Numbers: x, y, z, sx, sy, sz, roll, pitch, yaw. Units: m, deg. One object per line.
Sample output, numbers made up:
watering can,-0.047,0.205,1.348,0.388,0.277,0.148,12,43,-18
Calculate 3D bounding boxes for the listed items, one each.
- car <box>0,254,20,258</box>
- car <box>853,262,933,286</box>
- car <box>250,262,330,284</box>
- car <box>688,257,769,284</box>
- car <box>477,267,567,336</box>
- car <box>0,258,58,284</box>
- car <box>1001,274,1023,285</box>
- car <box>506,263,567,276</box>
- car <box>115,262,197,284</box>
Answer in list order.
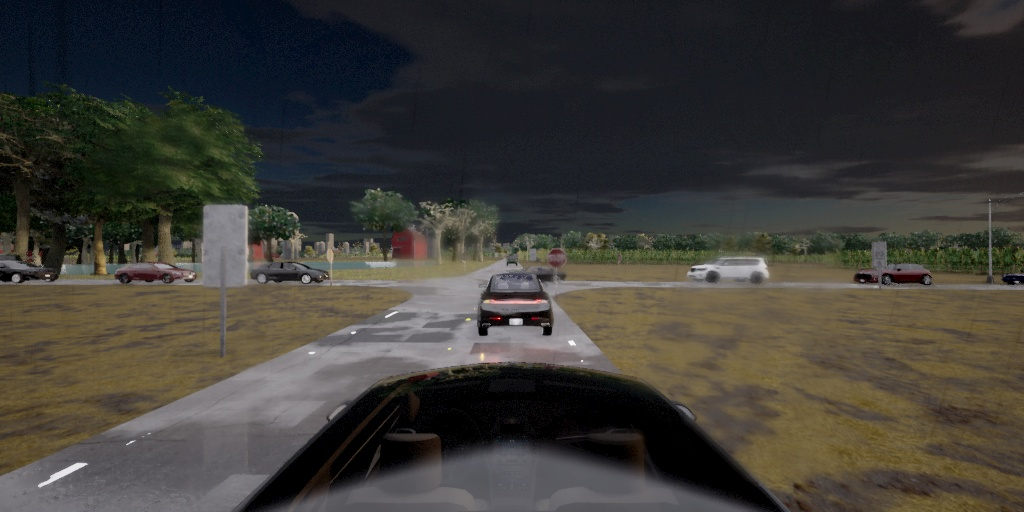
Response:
car,-41.348,0.877,27.750,5.566,2.045,2.150,0,-1,0
car,29.365,1.339,27.768,4.553,1.767,2.097,0,-1,0
car,-15.287,1.163,24.859,4.892,1.490,1.837,0,-1,-2
car,16.730,1.111,27.771,5.566,2.045,2.150,1,-1,0
car,0.059,1.243,10.360,2.128,1.511,4.902,0,0,-1
car,-34.631,1.085,24.808,5.008,1.535,1.882,0,-1,0
car,41.255,1.697,27.738,4.718,1.301,1.895,0,-1,0
car,1.465,1.341,24.802,4.718,1.301,1.895,1,-1,-35
car,-24.574,1.151,24.801,4.674,1.442,1.812,0,-1,0
